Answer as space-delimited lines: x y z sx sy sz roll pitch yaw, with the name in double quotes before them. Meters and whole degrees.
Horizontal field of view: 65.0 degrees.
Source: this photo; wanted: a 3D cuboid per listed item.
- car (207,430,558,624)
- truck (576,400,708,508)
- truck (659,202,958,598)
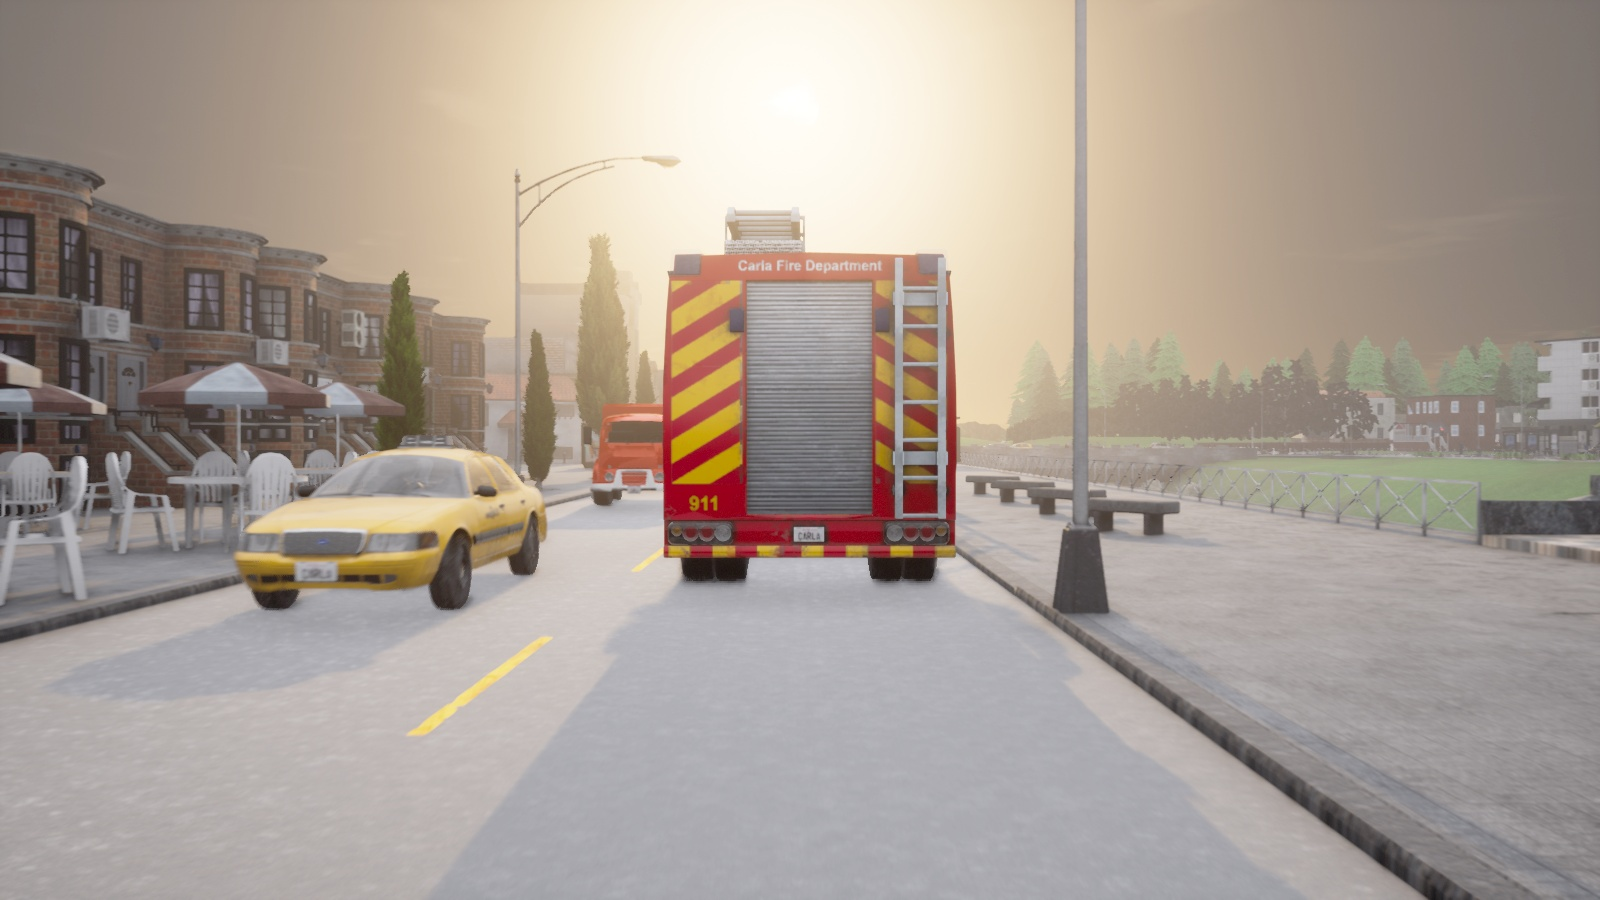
"car" -3.912 0.610 12.903 1.801 1.575 5.366 0 0 0
"truck" -3.810 0.080 31.344 2.627 2.467 5.204 0 0 0
"truck" 0.107 -0.510 16.376 2.891 3.827 8.468 0 0 0
